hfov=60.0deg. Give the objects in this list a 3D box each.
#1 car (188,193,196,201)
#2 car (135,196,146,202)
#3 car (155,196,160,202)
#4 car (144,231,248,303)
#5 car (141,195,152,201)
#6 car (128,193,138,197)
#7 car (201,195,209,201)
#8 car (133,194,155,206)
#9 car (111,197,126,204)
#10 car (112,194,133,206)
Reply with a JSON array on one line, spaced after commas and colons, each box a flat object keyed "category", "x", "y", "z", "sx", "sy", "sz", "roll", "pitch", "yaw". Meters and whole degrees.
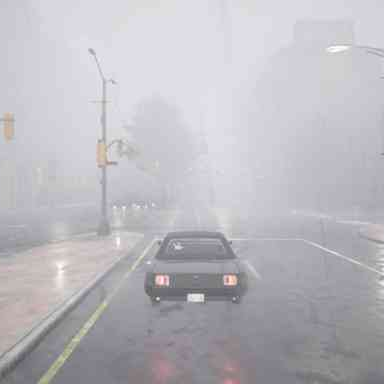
[{"category": "car", "x": 0.000, "y": 1.540, "z": 85.800, "sx": 2.033, "sy": 1.411, "sz": 5.357, "roll": 0, "pitch": 0, "yaw": 0}, {"category": "car", "x": -11.500, "y": 1.552, "z": 74.403, "sx": 1.994, "sy": 1.385, "sz": 4.181, "roll": 0, "pitch": 0, "yaw": 0}, {"category": "car", "x": -8.029, "y": 1.564, "z": 65.742, "sx": 1.994, "sy": 1.385, "sz": 4.181, "roll": 0, "pitch": 0, "yaw": 1}, {"category": "car", "x": 0.075, "y": 1.601, "z": 8.160, "sx": 1.895, "sy": 1.301, "sz": 4.718, "roll": 0, "pitch": 0, "yaw": 0}, {"category": "car", "x": -11.500, "y": 1.525, "z": 84.637, "sx": 2.128, "sy": 1.511, "sz": 4.902, "roll": 0, "pitch": 0, "yaw": 0}, {"category": "car", "x": -11.537, "y": 1.221, "z": 64.520, "sx": 2.150, "sy": 2.045, "sz": 5.566, "roll": 0, "pitch": 0, "yaw": 1}, {"category": "car", "x": 3.500, "y": 1.595, "z": 86.145, "sx": 1.895, "sy": 1.301, "sz": 4.718, "roll": 0, "pitch": 0, "yaw": 0}, {"category": "car", "x": -8.088, "y": 1.547, "z": 56.506, "sx": 2.033, "sy": 1.411, "sz": 5.357, "roll": 0, "pitch": 0, "yaw": 0}, {"category": "car", "x": -14.749, "y": 1.595, "z": 66.814, "sx": 1.895, "sy": 1.301, "sz": 4.718, "roll": 0, "pitch": 0, "yaw": 0}, {"category": "car", "x": -11.588, "y": 1.525, "z": 55.107, "sx": 1.812, "sy": 1.442, "sz": 4.674, "roll": 0, "pitch": 0, "yaw": 0}]
